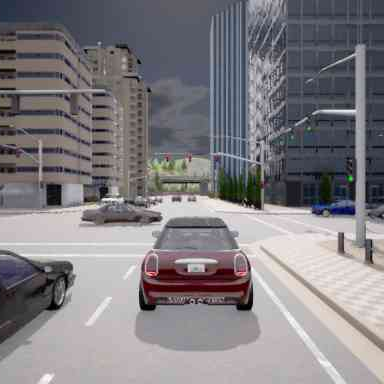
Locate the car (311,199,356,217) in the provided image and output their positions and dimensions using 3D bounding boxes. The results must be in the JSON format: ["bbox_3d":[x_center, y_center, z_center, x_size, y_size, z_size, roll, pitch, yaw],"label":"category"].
[{"bbox_3d":[13.291,1.433,29.838,5.008,1.535,1.882,0,0,1],"label":"car"}]

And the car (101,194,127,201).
[{"bbox_3d":[-10.603,1.237,44.433,2.150,2.045,5.566,0,0,0],"label":"car"}]

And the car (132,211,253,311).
[{"bbox_3d":[0.082,1.355,7.941,2.097,1.767,4.553,0,0,0],"label":"car"}]

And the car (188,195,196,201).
[{"bbox_3d":[-0.007,1.523,84.306,1.812,1.442,4.674,0,0,0],"label":"car"}]

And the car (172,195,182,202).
[{"bbox_3d":[-3.506,1.496,74.696,1.882,1.535,5.008,0,0,0],"label":"car"}]

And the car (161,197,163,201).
[{"bbox_3d":[-7.018,1.515,67.708,2.128,1.511,4.902,0,0,0],"label":"car"}]

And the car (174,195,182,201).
[{"bbox_3d":[-3.507,1.538,84.306,2.033,1.411,5.357,0,0,0],"label":"car"}]

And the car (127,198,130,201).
[{"bbox_3d":[-10.596,1.620,54.201,1.895,1.301,4.718,0,0,0],"label":"car"}]

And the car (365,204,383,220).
[{"bbox_3d":[16.278,1.445,26.315,4.902,1.511,2.128,0,0,0],"label":"car"}]

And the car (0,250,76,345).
[{"bbox_3d":[-3.434,1.549,4.742,2.033,1.411,5.357,0,0,0],"label":"car"}]

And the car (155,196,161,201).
[{"bbox_3d":[-7.085,1.511,57.459,2.128,1.511,4.902,0,0,0],"label":"car"}]

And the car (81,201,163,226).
[{"bbox_3d":[-4.729,1.527,22.727,5.357,1.411,2.033,0,0,0],"label":"car"}]

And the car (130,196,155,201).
[{"bbox_3d":[-7.102,1.564,47.947,2.033,1.411,5.357,0,0,0],"label":"car"}]

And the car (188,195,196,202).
[{"bbox_3d":[-0.006,1.573,75.812,1.994,1.385,4.181,0,0,0],"label":"car"}]

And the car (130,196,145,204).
[{"bbox_3d":[-10.544,1.514,64.579,2.128,1.511,4.902,0,0,1],"label":"car"}]
